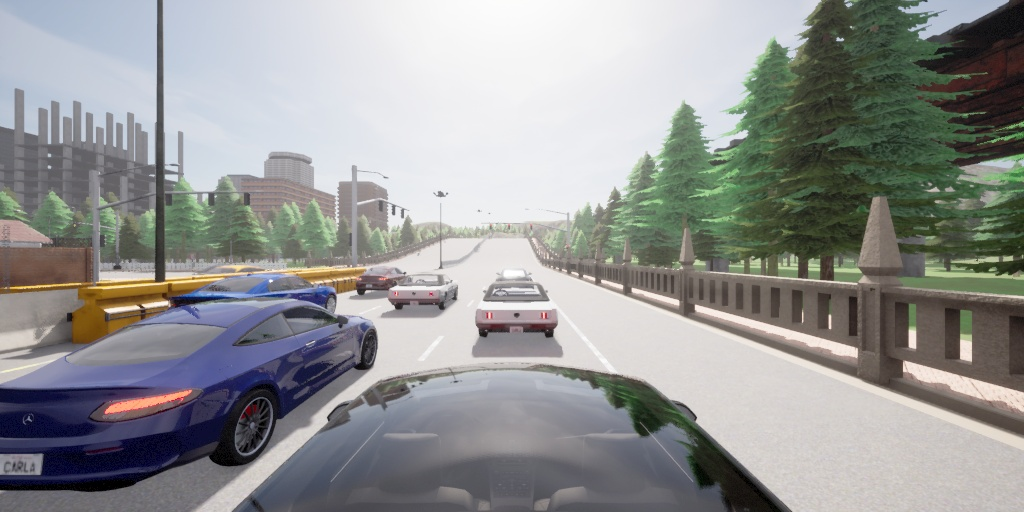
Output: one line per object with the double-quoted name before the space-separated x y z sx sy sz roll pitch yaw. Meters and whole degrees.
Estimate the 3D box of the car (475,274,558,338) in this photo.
"car" 0.105 1.351 10.189 1.895 1.301 4.718 0 0 0

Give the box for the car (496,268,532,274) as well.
"car" 0.109 1.314 18.941 1.994 1.385 4.181 0 0 0

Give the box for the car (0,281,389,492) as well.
"car" -3.397 1.276 4.784 1.812 1.442 4.674 0 0 0

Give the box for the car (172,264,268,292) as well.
"car" -17.513 1.257 21.924 1.837 1.490 4.892 0 -1 1

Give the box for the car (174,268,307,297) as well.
"car" -6.896 1.228 10.242 1.882 1.535 5.008 0 0 0

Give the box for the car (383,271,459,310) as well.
"car" -3.394 1.351 14.702 1.895 1.301 4.718 0 0 0

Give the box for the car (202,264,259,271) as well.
"car" -14.046 1.227 18.002 1.882 1.535 5.008 0 0 0

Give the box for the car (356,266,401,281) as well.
"car" -6.891 1.276 19.583 1.812 1.442 4.674 0 0 0
